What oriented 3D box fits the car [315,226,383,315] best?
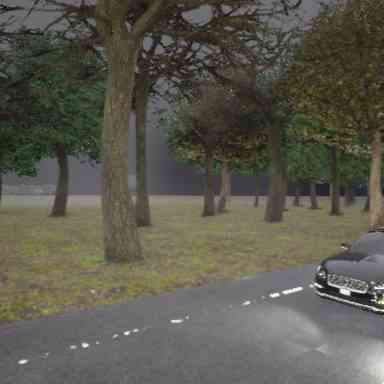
[{"bbox_3d":[4.707,1.537,7.332,4.892,1.490,1.837,0,0,-35],"label":"car"}]
